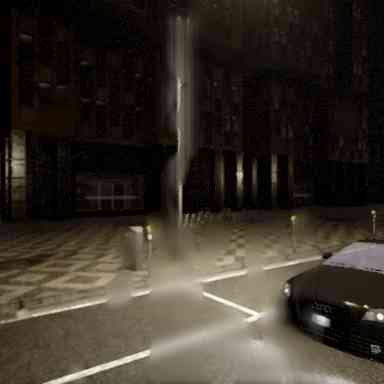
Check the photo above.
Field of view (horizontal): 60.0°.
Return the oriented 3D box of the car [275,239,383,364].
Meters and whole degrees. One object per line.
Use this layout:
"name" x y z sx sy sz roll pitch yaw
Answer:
"car" 3.361 1.568 5.737 4.181 1.385 1.994 0 0 -36
